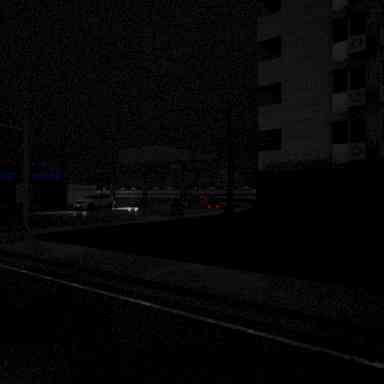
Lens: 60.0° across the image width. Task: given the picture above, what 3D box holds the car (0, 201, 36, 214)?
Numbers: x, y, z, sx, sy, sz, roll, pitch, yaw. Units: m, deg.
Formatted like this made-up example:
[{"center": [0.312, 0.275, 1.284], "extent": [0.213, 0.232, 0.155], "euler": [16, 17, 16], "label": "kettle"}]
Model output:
[{"center": [-17.969, 1.601, 32.505], "extent": [1.895, 1.301, 4.718], "euler": [0, 0, 35], "label": "car"}]

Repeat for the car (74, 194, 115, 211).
[{"center": [-12.031, 1.221, 41.363], "extent": [2.150, 2.045, 5.566], "euler": [0, 0, 28], "label": "car"}]

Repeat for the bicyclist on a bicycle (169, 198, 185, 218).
[{"center": [-1.250, 1.301, 27.342], "extent": [1.656, 1.620, 0.582], "euler": [0, 0, 36], "label": "bicyclist on a bicycle"}]

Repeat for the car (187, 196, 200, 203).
[{"center": [0.293, 1.564, 67.513], "extent": [1.994, 1.385, 4.181], "euler": [0, 0, -8], "label": "car"}]

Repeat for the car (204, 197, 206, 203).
[{"center": [3.835, 1.352, 67.370], "extent": [2.097, 1.767, 4.553], "euler": [0, 0, -8], "label": "car"}]

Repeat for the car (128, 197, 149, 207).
[{"center": [-8.137, 1.491, 51.099], "extent": [2.128, 1.511, 4.902], "euler": [0, 0, 14], "label": "car"}]

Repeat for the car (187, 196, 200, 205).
[{"center": [0.352, 1.564, 59.102], "extent": [1.994, 1.385, 4.181], "euler": [0, 0, 4], "label": "car"}]

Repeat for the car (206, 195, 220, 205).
[{"center": [3.825, 1.526, 58.512], "extent": [1.812, 1.442, 4.674], "euler": [0, 0, 4], "label": "car"}]
